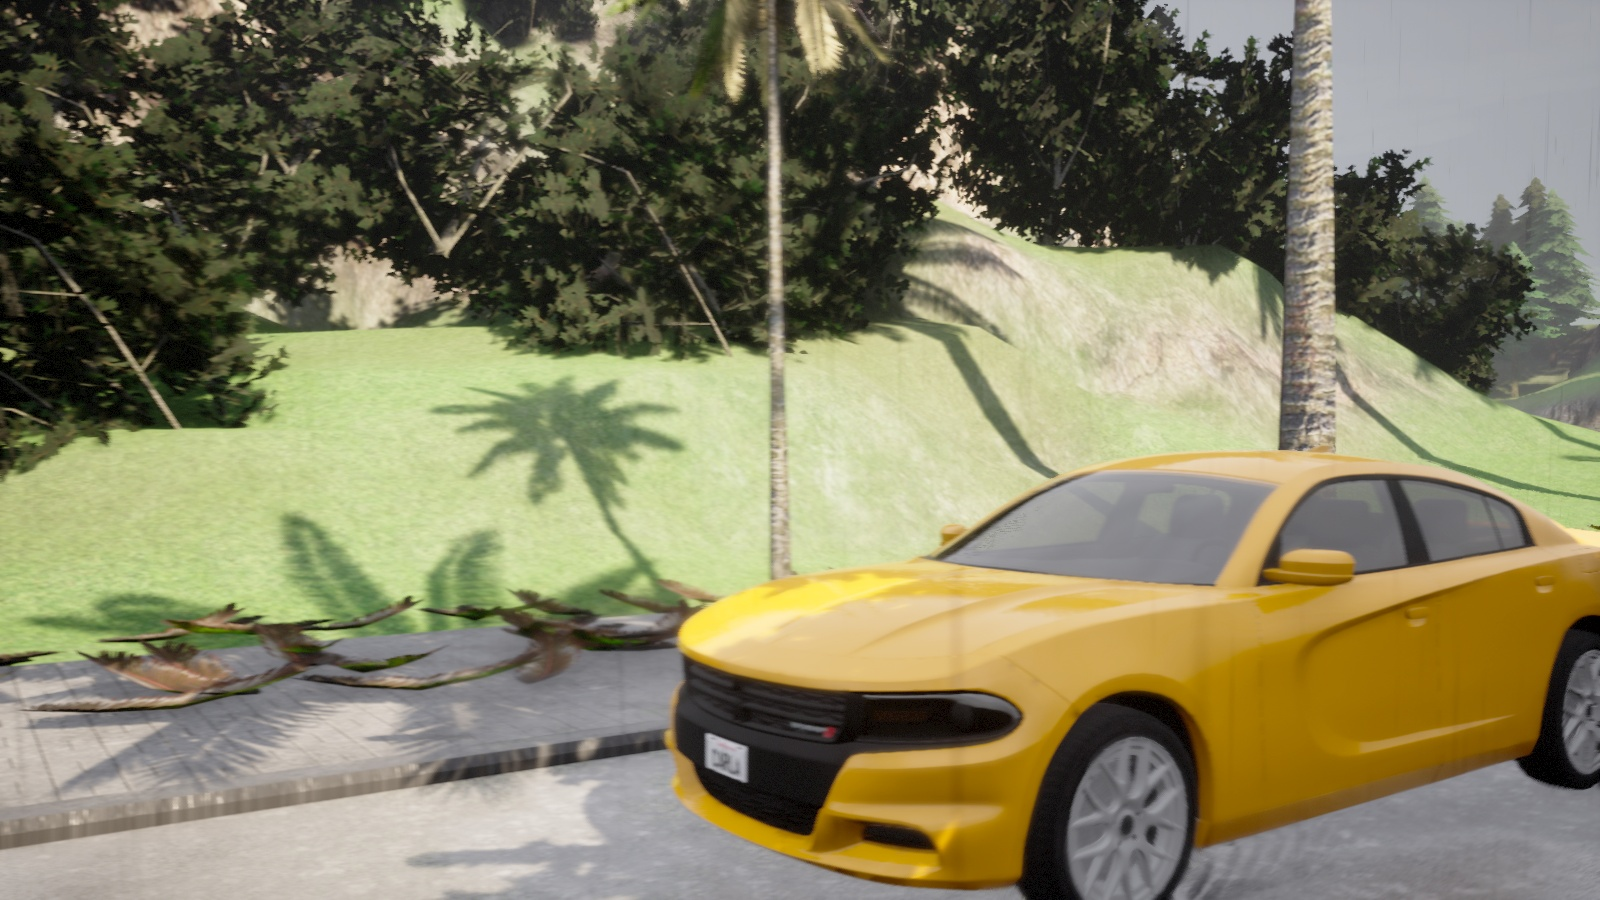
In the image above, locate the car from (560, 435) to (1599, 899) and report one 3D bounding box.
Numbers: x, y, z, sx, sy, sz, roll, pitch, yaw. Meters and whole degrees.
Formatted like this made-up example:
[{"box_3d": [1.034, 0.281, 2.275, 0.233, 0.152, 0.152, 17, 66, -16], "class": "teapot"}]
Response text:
[{"box_3d": [1.680, 0.732, 5.438, 5.008, 1.535, 1.882, 0, 0, -35], "class": "car"}]
